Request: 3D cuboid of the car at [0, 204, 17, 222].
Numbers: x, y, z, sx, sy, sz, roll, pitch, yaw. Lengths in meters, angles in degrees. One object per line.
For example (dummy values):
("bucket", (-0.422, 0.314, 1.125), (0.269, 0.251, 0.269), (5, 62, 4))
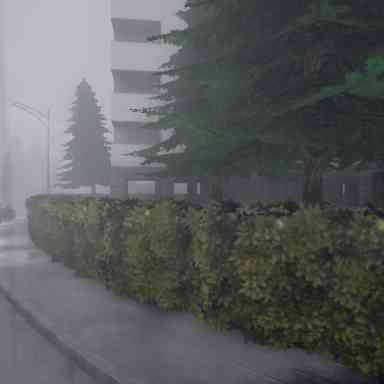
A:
("car", (-15.193, 1.577, 25.862), (1.994, 1.385, 4.181), (0, 0, -12))
